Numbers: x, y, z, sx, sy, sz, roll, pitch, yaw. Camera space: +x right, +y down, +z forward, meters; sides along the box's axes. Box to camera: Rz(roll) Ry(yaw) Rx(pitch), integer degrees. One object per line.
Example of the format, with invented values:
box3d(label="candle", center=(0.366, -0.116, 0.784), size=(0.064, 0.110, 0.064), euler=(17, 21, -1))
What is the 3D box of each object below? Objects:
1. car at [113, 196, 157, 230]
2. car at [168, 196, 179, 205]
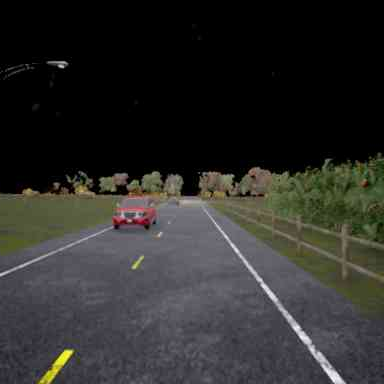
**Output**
box3d(label="car", center=(-3.602, 1.302, 21.921), size=(2.150, 2.045, 5.566), euler=(0, 0, 0))
box3d(label="car", center=(-3.527, 1.587, 64.003), size=(2.097, 1.767, 4.553), euler=(0, 0, 0))
